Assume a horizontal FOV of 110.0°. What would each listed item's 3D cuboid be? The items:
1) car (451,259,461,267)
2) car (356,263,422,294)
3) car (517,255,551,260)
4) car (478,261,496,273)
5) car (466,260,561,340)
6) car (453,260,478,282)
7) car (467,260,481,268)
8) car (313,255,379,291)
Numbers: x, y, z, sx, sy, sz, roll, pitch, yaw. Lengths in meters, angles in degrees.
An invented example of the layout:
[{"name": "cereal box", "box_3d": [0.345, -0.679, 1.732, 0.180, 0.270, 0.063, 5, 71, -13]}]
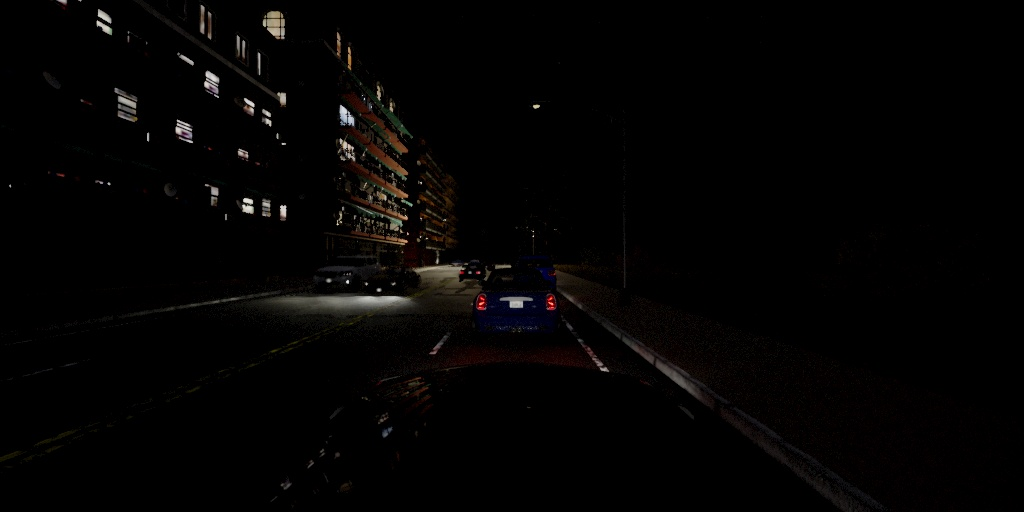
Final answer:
[{"name": "car", "box_3d": [-9.797, 1.275, 64.583, 1.812, 1.442, 4.674, 0, 0, 0]}, {"name": "car", "box_3d": [-6.602, 1.299, 20.464, 2.033, 1.411, 5.357, 0, 0, 0]}, {"name": "car", "box_3d": [1.136, 0.977, 19.736, 2.150, 2.045, 5.566, 0, 0, 0]}, {"name": "car", "box_3d": [-3.141, 1.315, 45.284, 1.994, 1.385, 4.181, 0, 0, -1]}, {"name": "car", "box_3d": [0.097, 1.103, 10.161, 2.097, 1.767, 4.553, 0, 0, 0]}, {"name": "car", "box_3d": [-3.151, 1.300, 29.288, 2.033, 1.411, 5.357, 0, 0, 0]}, {"name": "car", "box_3d": [-6.567, 1.351, 61.991, 1.895, 1.301, 4.718, 0, 0, 0]}, {"name": "car", "box_3d": [-9.850, 0.974, 22.039, 2.150, 2.045, 5.566, 0, 0, 0]}]
